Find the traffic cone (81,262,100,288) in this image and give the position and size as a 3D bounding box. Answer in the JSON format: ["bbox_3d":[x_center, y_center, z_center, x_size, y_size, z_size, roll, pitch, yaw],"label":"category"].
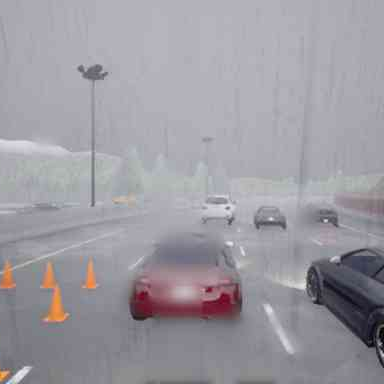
[{"bbox_3d":[-2.436,1.977,7.997,0.340,0.580,0.340,0,0,0],"label":"traffic cone"}]

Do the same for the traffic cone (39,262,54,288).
[{"bbox_3d":[-3.436,1.977,7.998,0.340,0.580,0.340,0,0,0],"label":"traffic cone"}]

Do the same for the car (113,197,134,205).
[{"bbox_3d":[-12.672,1.640,61.836,1.882,1.535,5.008,0,0,22],"label":"car"}]

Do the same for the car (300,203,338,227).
[{"bbox_3d":[8.906,1.568,23.468,1.837,1.490,4.892,0,0,10],"label":"car"}]

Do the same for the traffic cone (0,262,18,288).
[{"bbox_3d":[-4.436,1.976,7.999,0.340,0.580,0.340,0,0,0],"label":"traffic cone"}]

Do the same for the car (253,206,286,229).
[{"bbox_3d":[5.190,1.625,22.493,1.994,1.385,4.181,0,0,9],"label":"car"}]

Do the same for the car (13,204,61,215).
[{"bbox_3d":[-12.104,1.632,26.255,1.994,1.385,4.181,0,0,10],"label":"car"}]

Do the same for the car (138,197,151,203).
[{"bbox_3d":[-8.355,1.667,63.053,1.837,1.490,4.892,0,0,24],"label":"car"}]

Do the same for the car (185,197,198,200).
[{"bbox_3d":[0.030,1.717,64.661,2.033,1.411,5.357,0,0,25],"label":"car"}]

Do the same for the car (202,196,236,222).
[{"bbox_3d":[2.126,1.289,25.433,2.150,2.045,5.566,0,0,10],"label":"car"}]

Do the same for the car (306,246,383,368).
[{"bbox_3d":[3.386,1.579,5.467,1.994,1.385,4.181,0,0,2],"label":"car"}]

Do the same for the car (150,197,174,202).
[{"bbox_3d":[-5.234,1.763,61.435,1.895,1.301,4.718,0,0,24],"label":"car"}]

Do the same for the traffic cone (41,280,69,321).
[{"bbox_3d":[-2.438,1.971,5.997,0.340,0.580,0.340,0,0,0],"label":"traffic cone"}]

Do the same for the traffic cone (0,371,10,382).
[{"bbox_3d":[-2.440,1.966,3.997,0.340,0.580,0.340,0,0,0],"label":"traffic cone"}]

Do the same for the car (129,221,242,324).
[{"bbox_3d":[-0.017,1.584,7.335,1.994,1.385,4.181,0,0,3],"label":"car"}]
